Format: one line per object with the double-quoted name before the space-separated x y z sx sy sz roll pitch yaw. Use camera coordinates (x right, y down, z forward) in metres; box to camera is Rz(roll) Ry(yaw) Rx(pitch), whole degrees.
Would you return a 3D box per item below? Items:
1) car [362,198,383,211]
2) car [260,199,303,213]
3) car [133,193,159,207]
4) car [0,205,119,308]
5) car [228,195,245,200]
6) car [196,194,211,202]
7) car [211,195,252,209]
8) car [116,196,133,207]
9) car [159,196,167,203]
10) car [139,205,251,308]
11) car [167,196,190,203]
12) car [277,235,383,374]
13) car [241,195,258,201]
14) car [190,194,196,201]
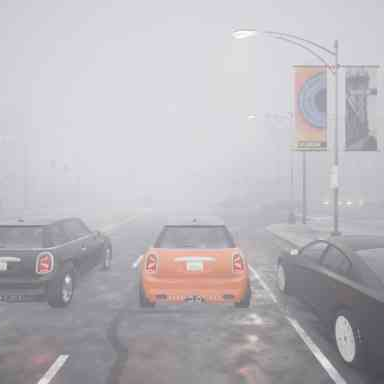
"car" 23.124 1.477 39.967 5.008 1.535 1.882 0 0 0
"car" 10.069 1.507 36.879 4.892 1.490 1.837 1 1 8
"car" -6.859 1.222 50.534 2.150 2.045 5.566 0 0 4
"car" -3.435 1.352 8.093 2.097 1.767 4.553 0 0 0
"car" 12.171 1.500 90.598 4.892 1.490 1.837 0 0 -37
"car" 3.674 1.524 78.845 1.812 1.442 4.674 0 0 40
"car" 5.368 1.491 43.021 4.902 1.511 2.128 0 0 37
"car" -10.252 1.352 51.628 2.097 1.767 4.553 0 0 4
"car" -6.474 1.547 69.256 2.033 1.411 5.357 0 0 23
"car" 0.066 1.352 8.089 2.097 1.767 4.553 0 0 0
"car" -2.685 1.564 69.126 1.994 1.385 4.181 0 0 26
"car" 2.902 1.480 5.739 2.097 1.535 5.008 0 0 0
"car" 15.171 1.552 88.369 4.181 1.385 1.994 0 0 -32
"car" 0.785 1.355 80.863 2.097 1.767 4.553 0 0 40
